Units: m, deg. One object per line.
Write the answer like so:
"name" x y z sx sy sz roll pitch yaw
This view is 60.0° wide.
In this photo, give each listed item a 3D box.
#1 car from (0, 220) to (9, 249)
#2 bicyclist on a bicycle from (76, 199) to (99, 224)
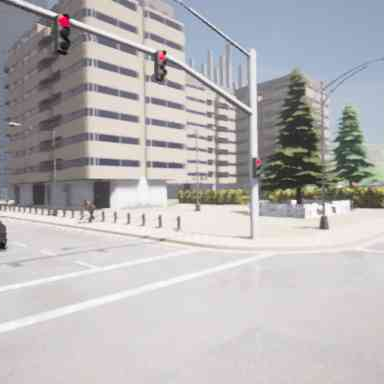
"car" -9.161 1.559 13.774 4.892 1.490 1.837 -1 1 45
"bicyclist on a bicycle" -6.804 1.258 21.695 0.582 1.620 1.656 -1 1 45
